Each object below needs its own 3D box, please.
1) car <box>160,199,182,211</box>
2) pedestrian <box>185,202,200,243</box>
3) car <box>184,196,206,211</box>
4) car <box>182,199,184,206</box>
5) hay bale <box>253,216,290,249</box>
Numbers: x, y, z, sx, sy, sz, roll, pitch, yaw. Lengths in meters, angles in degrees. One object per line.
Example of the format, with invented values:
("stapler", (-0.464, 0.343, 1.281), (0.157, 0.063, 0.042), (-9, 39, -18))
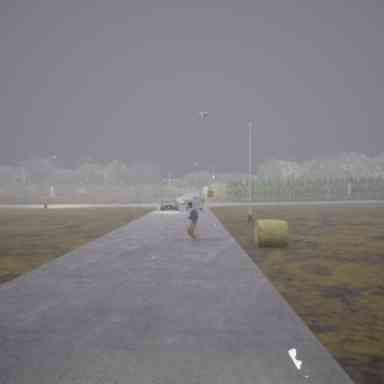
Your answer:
("car", (-2.485, 1.451, 37.826), (1.994, 1.385, 4.181), (0, 0, 1))
("pedestrian", (0.010, 1.271, 14.321), (0.375, 1.860, 0.375), (-1, 2, -10))
("car", (0.357, 1.429, 38.708), (2.033, 1.411, 5.357), (0, 0, -1))
("car", (0.067, 1.305, 49.494), (2.128, 1.511, 4.902), (0, 1, 37))
("hay bale", (3.244, 1.635, 13.681), (1.220, 1.180, 1.240), (1, 1, 0))
